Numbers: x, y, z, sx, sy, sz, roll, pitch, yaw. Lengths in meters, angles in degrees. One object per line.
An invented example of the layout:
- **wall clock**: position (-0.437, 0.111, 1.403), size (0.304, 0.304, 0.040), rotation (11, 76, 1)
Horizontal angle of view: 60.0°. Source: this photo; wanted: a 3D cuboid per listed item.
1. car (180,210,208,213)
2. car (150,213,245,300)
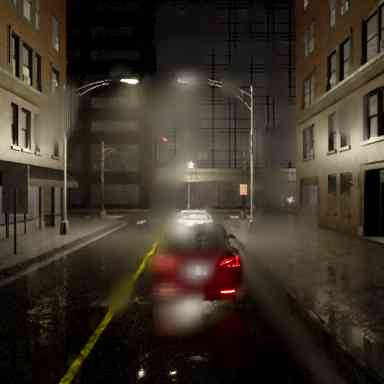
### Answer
- **car**: position (0.096, 1.603, 17.464), size (1.895, 1.301, 4.718), rotation (0, 0, 0)
- **car**: position (0.107, 1.504, 8.448), size (2.163, 1.488, 4.792), rotation (0, 0, 0)
